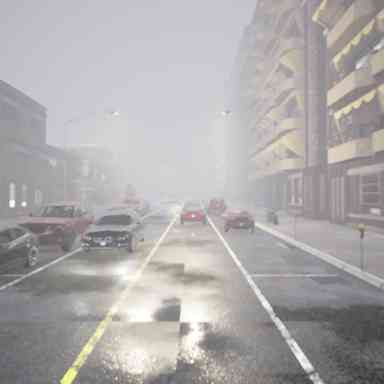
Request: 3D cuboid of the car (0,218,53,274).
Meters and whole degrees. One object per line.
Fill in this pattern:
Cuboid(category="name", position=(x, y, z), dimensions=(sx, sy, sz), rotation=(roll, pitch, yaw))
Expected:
Cuboid(category="car", position=(-5.681, 1.604, 8.887), dimensions=(1.947, 1.339, 4.313), rotation=(1, 0, 0))

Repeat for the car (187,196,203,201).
Cuboid(category="car", position=(0.056, 1.653, 40.679), dimensions=(1.882, 1.535, 5.008), rotation=(0, 0, 0))

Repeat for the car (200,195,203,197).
Cuboid(category="car", position=(2.667, 1.867, 71.504), dimensions=(2.008, 1.369, 4.403), rotation=(1, 0, 0))

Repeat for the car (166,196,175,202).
Cuboid(category="car", position=(-5.686, 1.837, 88.502), dimensions=(1.967, 1.590, 4.097), rotation=(1, 0, 0))

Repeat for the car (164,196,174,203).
Cuboid(category="car", position=(-5.683, 1.810, 82.814), dimensions=(1.967, 1.590, 4.097), rotation=(1, 0, 0))

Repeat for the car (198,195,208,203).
Cuboid(category="car", position=(2.666, 1.685, 82.879), dimensions=(2.192, 1.841, 5.009), rotation=(1, 0, 0))

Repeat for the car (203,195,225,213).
Cuboid(category="car", position=(2.689, 1.476, 37.385), dimensions=(2.192, 1.841, 5.009), rotation=(1, 0, 0))

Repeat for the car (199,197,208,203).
Cuboid(category="car", position=(2.665, 1.869, 77.360), dimensions=(1.752, 1.417, 4.829), rotation=(1, 0, 0))

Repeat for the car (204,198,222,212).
Cuboid(category="car", position=(2.684, 1.626, 43.071), dimensions=(1.967, 1.590, 4.097), rotation=(1, 0, 0))

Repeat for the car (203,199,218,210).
Cuboid(category="car", position=(2.679, 1.778, 48.758), dimensions=(1.947, 1.339, 4.313), rotation=(1, 0, 0))

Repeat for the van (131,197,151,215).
Cuboid(category="van", position=(-5.662, 1.502, 37.321), dimensions=(1.690, 1.788, 3.998), rotation=(1, 0, 0))

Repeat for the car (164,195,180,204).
Cuboid(category="car", position=(-3.027, 1.249, 55.031), dimensions=(2.097, 1.767, 4.553), rotation=(0, 0, 0))

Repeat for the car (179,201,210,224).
Cuboid(category="car", position=(0.082, 1.675, 25.806), dimensions=(1.994, 1.385, 4.181), rotation=(0, 0, 0))

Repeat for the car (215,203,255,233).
Cuboid(category="car", position=(2.694, 1.632, 20.325), dimensions=(1.887, 1.381, 4.507), rotation=(1, 0, 0))

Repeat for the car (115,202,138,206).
Cuboid(category="car", position=(-5.697, 1.693, 25.947), dimensions=(1.802, 1.307, 4.206), rotation=(1, 0, 0))

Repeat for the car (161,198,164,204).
Cuboid(category="car", position=(-5.679, 1.841, 71.271), dimensions=(1.752, 1.417, 4.829), rotation=(1, 0, 0))

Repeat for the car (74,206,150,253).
Cuboid(category="car", position=(-3.107, 1.565, 14.034), dimensions=(1.837, 1.490, 4.892), rotation=(0, 0, 0))

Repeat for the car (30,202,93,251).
Cuboid(category="car", position=(-5.679, 1.378, 14.574), dimensions=(2.192, 1.841, 5.009), rotation=(1, 0, 0))

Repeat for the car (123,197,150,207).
Cuboid(category="car", position=(-5.674, 1.451, 31.635), dimensions=(2.192, 1.841, 5.009), rotation=(1, 0, 0))
